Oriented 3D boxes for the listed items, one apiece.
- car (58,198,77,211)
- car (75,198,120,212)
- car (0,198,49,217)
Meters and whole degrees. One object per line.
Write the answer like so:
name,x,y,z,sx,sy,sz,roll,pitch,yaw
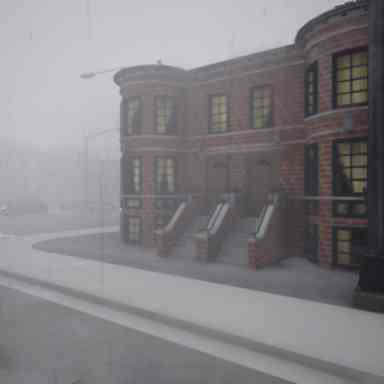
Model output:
car,-13.847,1.493,40.489,1.882,1.535,5.008,0,0,35
car,-10.782,1.617,38.760,1.895,1.301,4.718,0,0,36
car,-16.065,1.362,31.354,2.097,1.767,4.553,0,0,35
